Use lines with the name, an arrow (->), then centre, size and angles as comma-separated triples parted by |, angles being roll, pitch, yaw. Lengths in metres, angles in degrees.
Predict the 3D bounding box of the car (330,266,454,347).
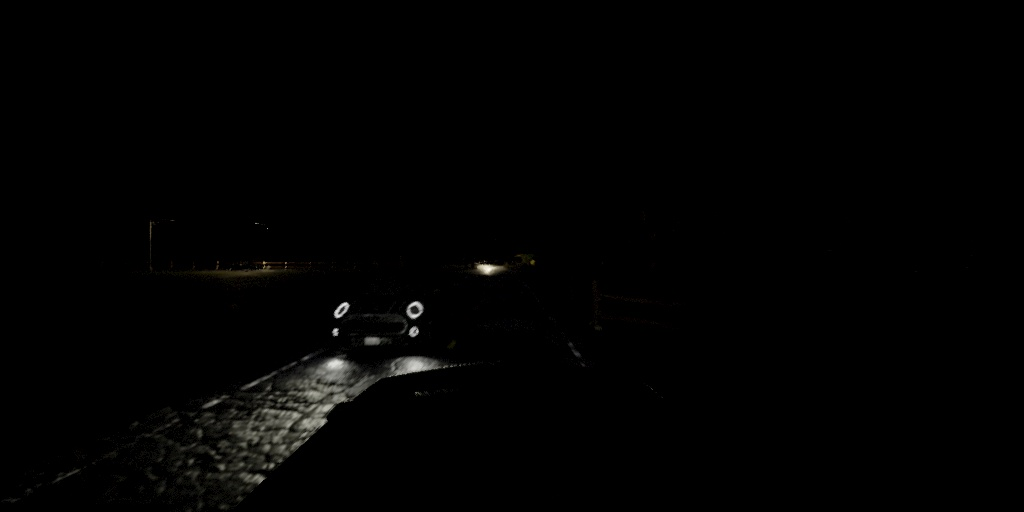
car -> -2.899, 1.174, 9.608 | 2.097, 1.767, 4.553 | 0, 0, -1
